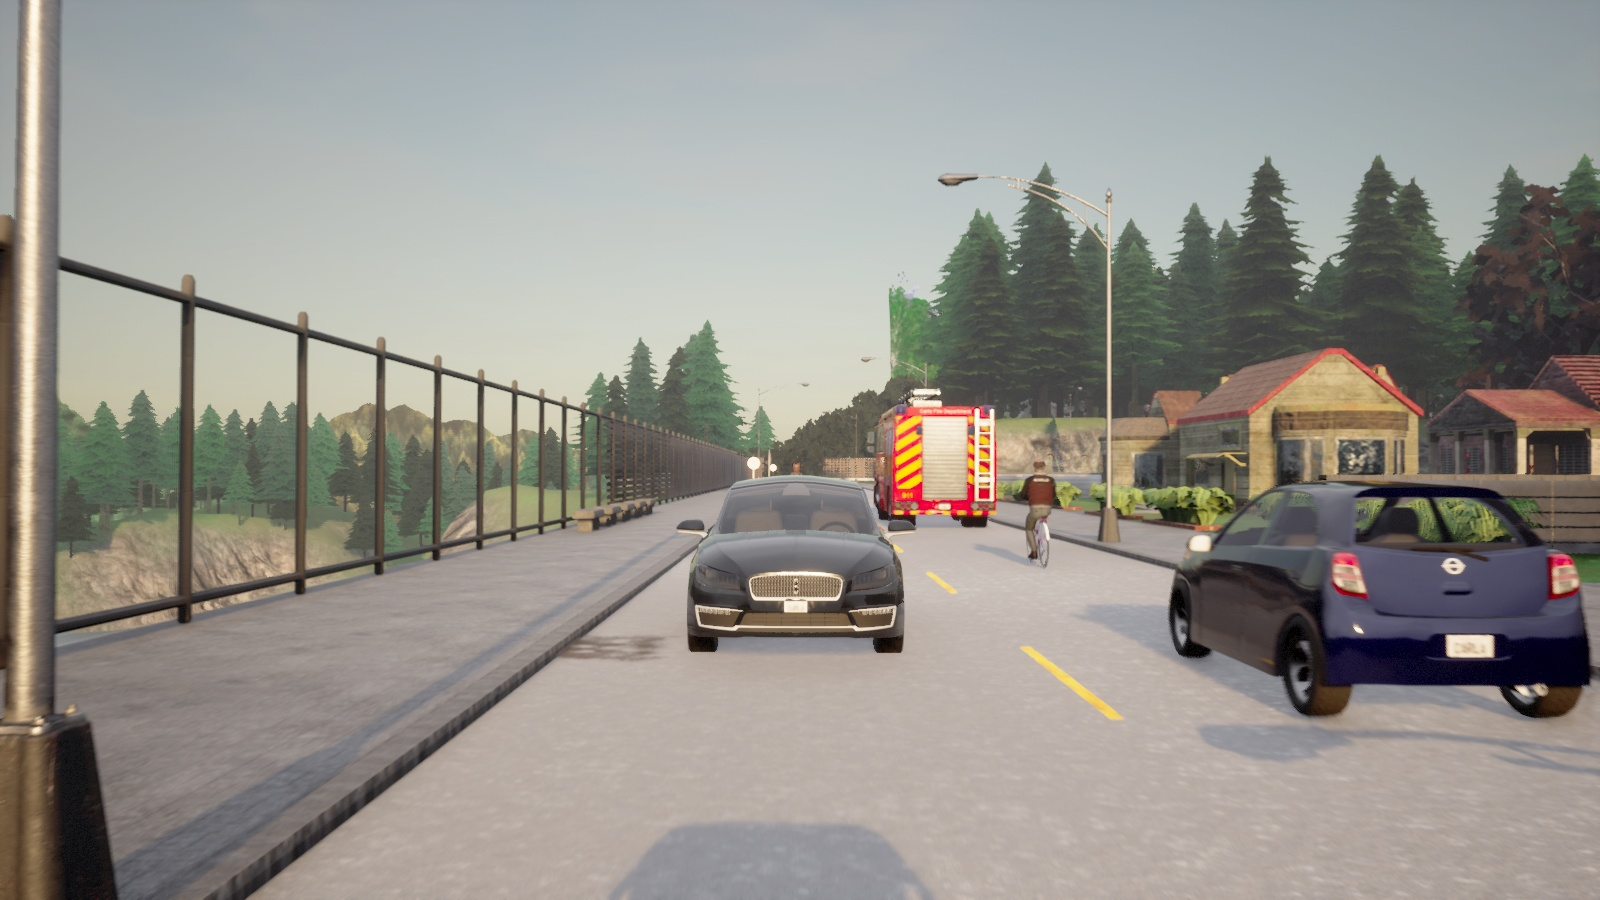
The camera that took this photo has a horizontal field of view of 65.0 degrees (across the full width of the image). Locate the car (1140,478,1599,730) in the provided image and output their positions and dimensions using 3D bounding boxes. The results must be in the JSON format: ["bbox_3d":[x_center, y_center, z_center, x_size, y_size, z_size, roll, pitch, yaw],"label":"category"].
[{"bbox_3d":[3.977,0.971,9.436,1.845,1.501,3.633,0,-1,0],"label":"car"}]

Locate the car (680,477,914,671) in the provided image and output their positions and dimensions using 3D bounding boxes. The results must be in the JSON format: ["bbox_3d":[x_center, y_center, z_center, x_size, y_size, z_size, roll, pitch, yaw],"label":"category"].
[{"bbox_3d":[-0.030,1.026,12.312,1.837,1.490,4.892,0,-1,0],"label":"car"}]

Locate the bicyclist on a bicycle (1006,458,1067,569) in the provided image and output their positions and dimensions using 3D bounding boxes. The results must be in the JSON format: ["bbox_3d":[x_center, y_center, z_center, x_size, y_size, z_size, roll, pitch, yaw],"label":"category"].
[{"bbox_3d":[3.948,1.022,21.052,0.659,1.776,1.843,0,-1,0],"label":"bicyclist on a bicycle"}]

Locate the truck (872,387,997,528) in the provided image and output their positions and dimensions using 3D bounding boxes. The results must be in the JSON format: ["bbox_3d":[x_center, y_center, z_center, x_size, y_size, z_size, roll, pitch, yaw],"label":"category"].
[{"bbox_3d":[3.902,0.278,38.462,2.891,3.827,8.468,0,-1,0],"label":"truck"}]
